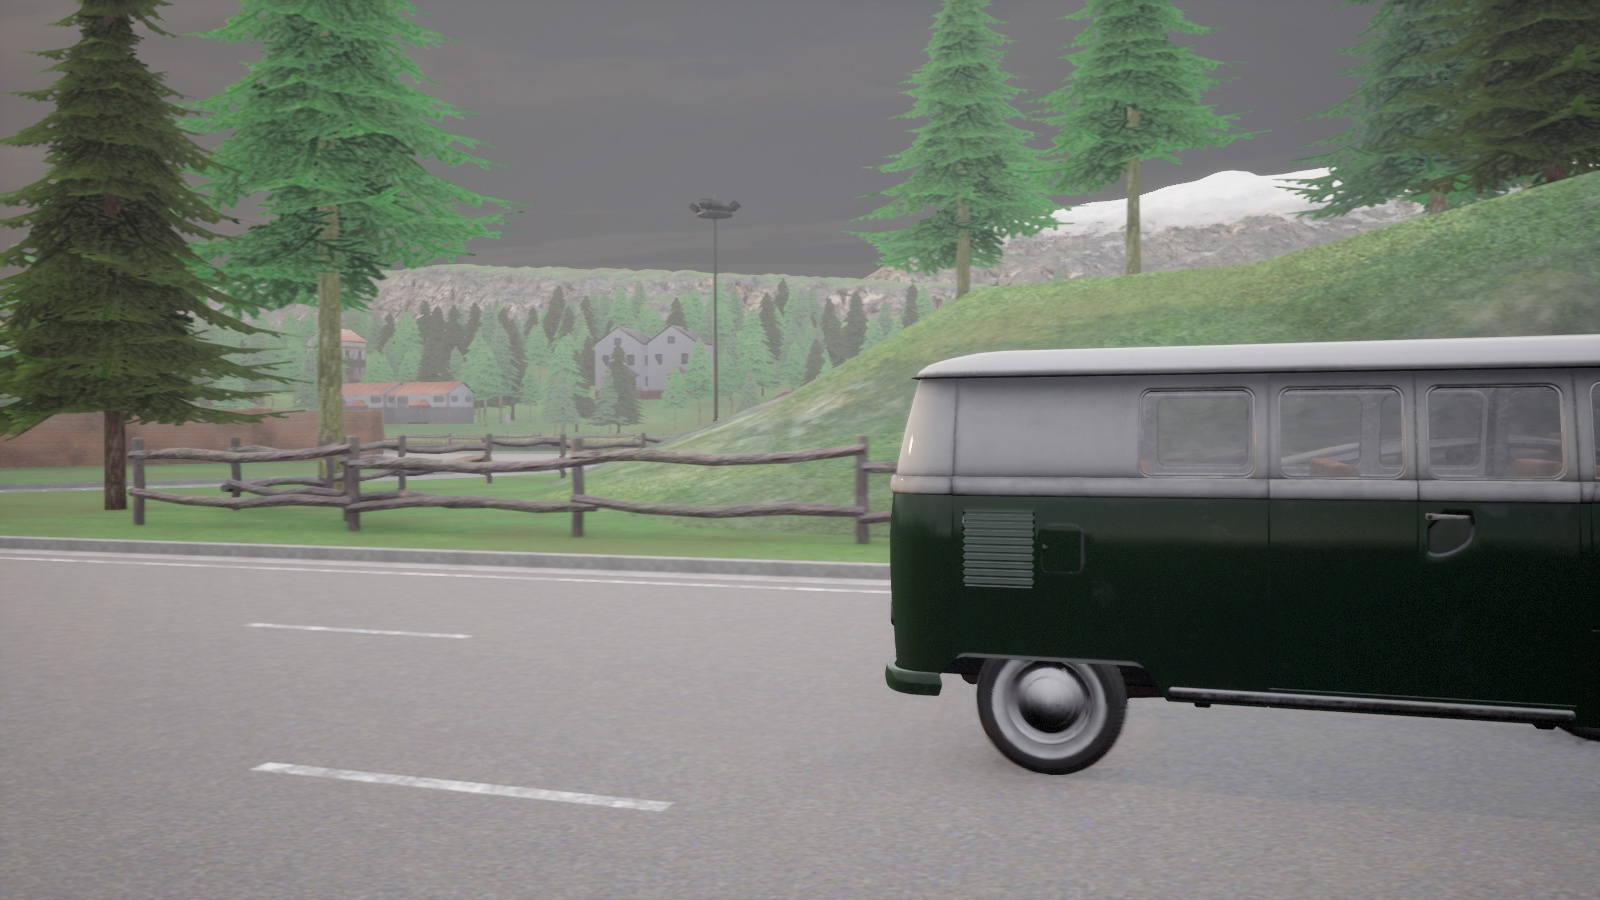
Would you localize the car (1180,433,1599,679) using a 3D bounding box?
[{"bbox_3d":[5.081,0.651,8.868,4.514,1.525,2.007,1,1,19],"label":"car"}]

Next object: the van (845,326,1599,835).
[{"bbox_3d":[2.601,0.493,6.007,4.442,1.987,1.775,1,1,19],"label":"van"}]
